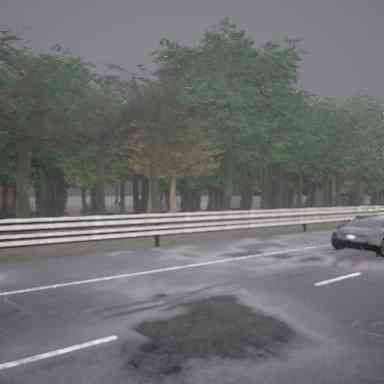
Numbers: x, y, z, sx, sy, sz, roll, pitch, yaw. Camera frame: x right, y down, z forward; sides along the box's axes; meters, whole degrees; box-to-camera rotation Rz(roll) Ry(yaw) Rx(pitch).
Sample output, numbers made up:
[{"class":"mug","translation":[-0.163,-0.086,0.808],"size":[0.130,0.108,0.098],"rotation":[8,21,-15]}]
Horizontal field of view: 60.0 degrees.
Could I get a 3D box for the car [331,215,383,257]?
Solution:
[{"class":"car","translation":[7.517,1.646,13.449],"size":[4.181,1.385,1.994],"rotation":[1,0,-35]}]
